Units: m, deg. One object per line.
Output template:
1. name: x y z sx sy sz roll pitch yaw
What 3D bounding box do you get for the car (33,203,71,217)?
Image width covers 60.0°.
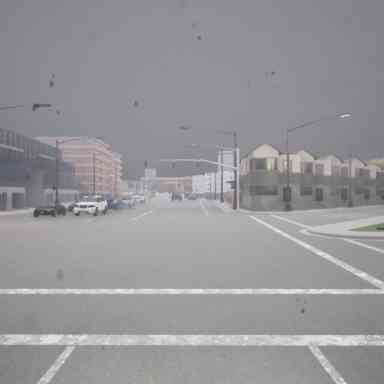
1. car: -14.125 1.751 33.308 1.994 1.385 4.181 0 0 0

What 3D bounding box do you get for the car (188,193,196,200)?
1. car: -0.066 1.138 87.751 2.097 1.767 4.553 0 -2 0

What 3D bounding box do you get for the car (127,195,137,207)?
1. car: -10.631 1.624 54.136 1.812 1.442 4.674 0 1 0

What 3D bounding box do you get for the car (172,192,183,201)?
1. car: -3.557 1.050 77.078 2.150 2.045 5.566 0 0 0

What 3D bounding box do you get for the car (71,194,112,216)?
1. car: -10.625 1.418 35.315 2.150 2.045 5.566 0 0 1

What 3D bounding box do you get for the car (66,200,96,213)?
1. car: -14.131 1.762 42.543 2.033 1.411 5.357 0 0 0

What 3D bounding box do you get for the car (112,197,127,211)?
1. car: -10.631 1.675 45.052 1.882 1.535 5.008 0 0 0

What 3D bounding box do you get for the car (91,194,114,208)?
1. car: -14.131 1.341 52.724 2.150 2.045 5.566 0 1 0

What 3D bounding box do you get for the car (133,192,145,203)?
1. car: -10.587 1.125 64.921 2.150 2.045 5.566 0 1 0

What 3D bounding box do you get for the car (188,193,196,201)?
1. car: -0.058 1.419 77.792 1.895 1.301 4.718 0 -1 0

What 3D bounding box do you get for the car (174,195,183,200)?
1. car: -3.566 1.477 87.771 2.128 1.511 4.902 0 -2 0
